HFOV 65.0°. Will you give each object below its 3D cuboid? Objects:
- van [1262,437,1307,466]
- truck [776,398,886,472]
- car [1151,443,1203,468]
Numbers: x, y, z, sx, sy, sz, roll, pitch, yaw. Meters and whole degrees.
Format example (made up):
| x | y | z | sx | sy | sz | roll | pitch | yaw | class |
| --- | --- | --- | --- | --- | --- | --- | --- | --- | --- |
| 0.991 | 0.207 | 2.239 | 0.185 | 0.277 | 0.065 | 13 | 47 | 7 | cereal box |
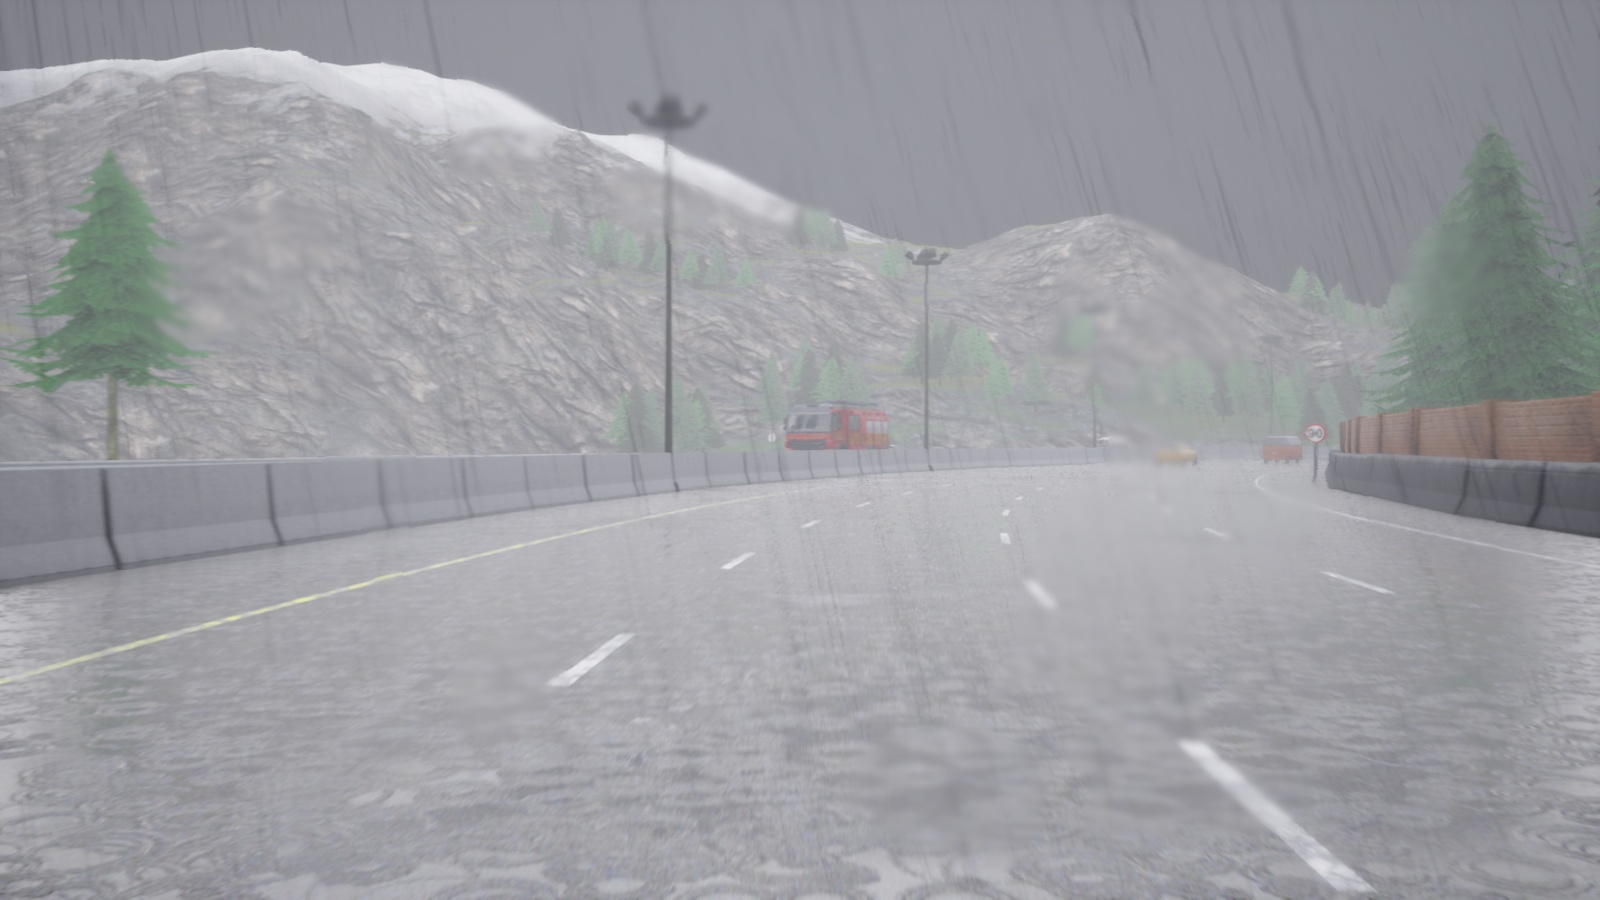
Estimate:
| x | y | z | sx | sy | sz | roll | pitch | yaw | class |
| --- | --- | --- | --- | --- | --- | --- | --- | --- | --- |
| 34.599 | 0.114 | 89.635 | 1.775 | 1.987 | 4.442 | 0 | 0 | 38 | van |
| 1.857 | -0.801 | 69.605 | 2.891 | 3.827 | 8.468 | 0 | 0 | 26 | truck |
| 24.476 | 0.312 | 81.453 | 1.801 | 1.575 | 5.366 | 1 | 0 | 33 | car |
